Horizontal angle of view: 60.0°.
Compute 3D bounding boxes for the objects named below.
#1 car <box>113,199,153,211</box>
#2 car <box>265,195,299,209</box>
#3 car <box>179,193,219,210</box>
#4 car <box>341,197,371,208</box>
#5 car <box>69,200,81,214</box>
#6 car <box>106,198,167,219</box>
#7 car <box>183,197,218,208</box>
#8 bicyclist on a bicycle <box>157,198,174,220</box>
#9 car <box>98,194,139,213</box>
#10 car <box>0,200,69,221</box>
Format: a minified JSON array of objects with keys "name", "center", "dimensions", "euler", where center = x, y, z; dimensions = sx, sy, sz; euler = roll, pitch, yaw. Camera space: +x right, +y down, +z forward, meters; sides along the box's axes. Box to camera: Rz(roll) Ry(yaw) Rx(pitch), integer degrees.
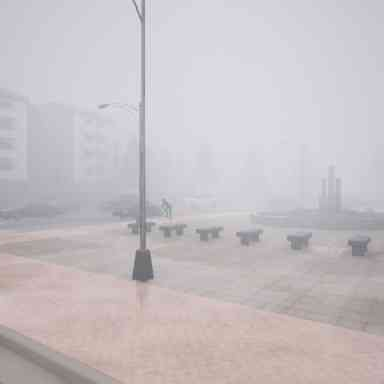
[{"name":"car","center":[-7.317,1.601,41.578],"dimensions":[4.718,1.301,1.895],"euler":[0,0,-45]},{"name":"car","center":[12.495,1.352,46.096],"dimensions":[4.553,1.767,2.097],"euler":[0,0,-22]},{"name":"car","center":[1.017,1.219,44.044],"dimensions":[5.566,2.045,2.150],"euler":[0,0,-35]},{"name":"car","center":[21.704,1.507,44.894],"dimensions":[4.892,1.490,1.837],"euler":[-1,0,-10]},{"name":"car","center":[-13.554,1.526,33.948],"dimensions":[1.812,1.442,4.674],"euler":[0,0,36]},{"name":"car","center":[-4.388,1.547,28.724],"dimensions":[2.033,1.411,5.357],"euler":[0,0,36]},{"name":"car","center":[1.264,1.504,48.393],"dimensions":[4.892,1.490,1.837],"euler":[0,0,-32]},{"name":"bicyclist on a bicycle","center":[-1.991,1.301,24.799],"dimensions":[1.656,1.620,0.582],"euler":[0,0,33]},{"name":"car","center":[-7.505,1.221,36.207],"dimensions":[2.150,2.045,5.566],"euler":[0,0,40]},{"name":"car","center":[-13.509,1.547,27.983],"dimensions":[2.033,1.411,5.357],"euler":[0,0,33]}]
